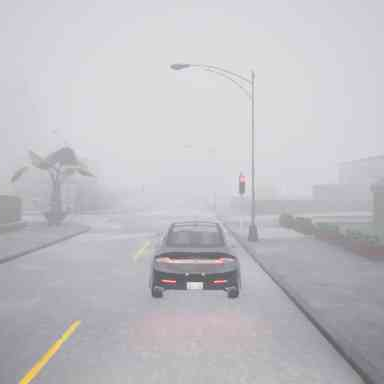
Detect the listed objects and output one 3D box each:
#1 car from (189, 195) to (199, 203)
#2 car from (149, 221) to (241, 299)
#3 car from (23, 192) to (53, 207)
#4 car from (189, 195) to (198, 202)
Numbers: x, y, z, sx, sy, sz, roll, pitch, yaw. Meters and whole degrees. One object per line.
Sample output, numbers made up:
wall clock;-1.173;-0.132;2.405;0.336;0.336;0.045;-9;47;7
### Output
car;0.396;1.490;69.017;2.128;1.511;4.902;0;0;0
car;0.087;1.492;8.471;2.128;1.511;4.902;0;0;1
car;-19.576;0.986;42.937;1.905;1.878;3.866;0;0;35
car;0.347;1.525;80.629;2.128;1.511;4.902;0;0;0
